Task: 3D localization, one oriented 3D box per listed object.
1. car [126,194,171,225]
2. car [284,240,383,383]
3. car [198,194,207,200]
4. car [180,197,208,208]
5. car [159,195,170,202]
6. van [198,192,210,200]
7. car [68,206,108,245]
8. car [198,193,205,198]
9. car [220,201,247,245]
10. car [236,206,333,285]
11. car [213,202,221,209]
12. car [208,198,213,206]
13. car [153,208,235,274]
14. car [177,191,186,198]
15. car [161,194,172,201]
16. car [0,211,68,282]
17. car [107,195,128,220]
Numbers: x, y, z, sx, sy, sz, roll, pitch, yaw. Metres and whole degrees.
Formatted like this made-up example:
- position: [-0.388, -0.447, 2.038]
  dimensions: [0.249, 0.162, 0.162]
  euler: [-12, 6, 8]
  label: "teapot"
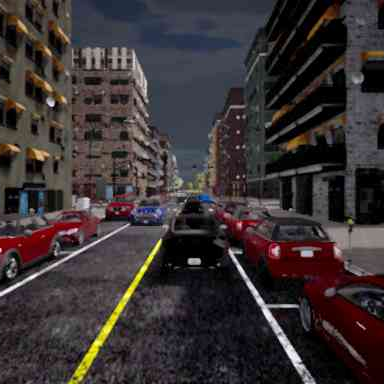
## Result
- position: [-2.838, 1.225, 22.648]
  dimensions: [2.097, 1.767, 4.553]
  euler: [0, 0, 0]
  label: "car"
- position: [2.565, 1.561, 3.760]
  dimensions: [1.802, 1.307, 4.206]
  euler: [0, 0, 0]
  label: "car"
- position: [2.550, 1.095, 80.981]
  dimensions: [1.947, 1.339, 4.313]
  euler: [0, 0, 0]
  label: "car"
- position: [0.079, 1.380, 25.924]
  dimensions: [1.812, 1.442, 4.674]
  euler: [0, 0, 0]
  label: "car"
- position: [-5.293, 1.212, 64.340]
  dimensions: [1.802, 1.307, 4.206]
  euler: [0, 0, 0]
  label: "car"
- position: [2.554, 0.973, 64.178]
  dimensions: [1.690, 1.788, 3.998]
  euler: [0, 0, 0]
  label: "van"
- position: [-5.318, 1.499, 14.947]
  dimensions: [1.802, 1.307, 4.206]
  euler: [0, 0, 0]
  label: "car"
- position: [2.549, 0.983, 92.351]
  dimensions: [1.752, 1.417, 4.829]
  euler: [0, 0, 0]
  label: "car"
- position: [2.563, 1.357, 14.948]
  dimensions: [1.967, 1.590, 4.097]
  euler: [0, 0, 0]
  label: "car"
- position: [2.564, 1.388, 9.354]
  dimensions: [1.967, 1.590, 4.097]
  euler: [0, 0, 0]
  label: "car"
- position: [2.562, 1.326, 20.542]
  dimensions: [1.967, 1.590, 4.097]
  euler: [0, 0, 0]
  label: "car"
- position: [2.561, 1.399, 26.137]
  dimensions: [1.887, 1.381, 4.507]
  euler: [0, 0, 0]
  label: "car"
- position: [0.078, 1.444, 10.394]
  dimensions: [1.837, 1.490, 4.892]
  euler: [0, -1, 0]
  label: "car"
- position: [-2.766, 0.689, 90.468]
  dimensions: [2.150, 2.045, 5.566]
  euler: [0, 0, 0]
  label: "car"
- position: [-5.295, 1.141, 69.928]
  dimensions: [1.887, 1.381, 4.507]
  euler: [0, 0, 0]
  label: "car"
- position: [-5.317, 1.388, 9.352]
  dimensions: [1.967, 1.590, 4.097]
  euler: [0, 0, 0]
  label: "car"
- position: [-5.320, 1.169, 26.135]
  dimensions: [2.192, 1.841, 5.009]
  euler: [0, 0, 0]
  label: "car"
